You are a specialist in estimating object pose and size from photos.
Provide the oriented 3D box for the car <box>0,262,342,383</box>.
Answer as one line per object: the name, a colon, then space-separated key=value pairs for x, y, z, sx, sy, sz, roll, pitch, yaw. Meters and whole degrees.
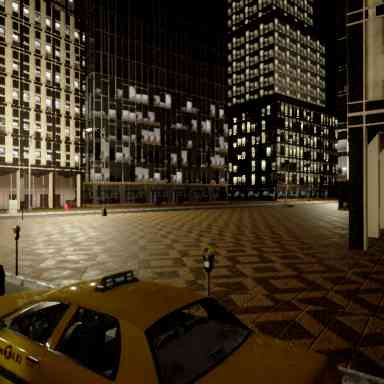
car: x=-0.982 y=1.525 z=3.575 sx=4.829 sy=1.417 sz=1.752 roll=0 pitch=0 yaw=35
